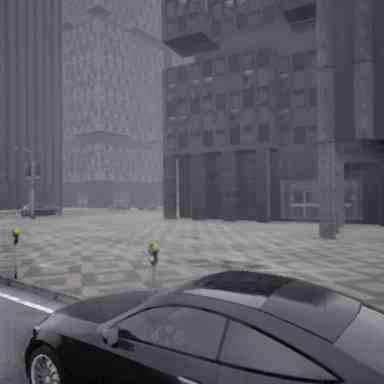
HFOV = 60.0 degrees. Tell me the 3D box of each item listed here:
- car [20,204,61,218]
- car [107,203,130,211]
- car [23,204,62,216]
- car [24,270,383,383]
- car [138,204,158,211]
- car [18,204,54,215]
[{"bbox_3d":[-18.433,2.217,40.879,2.097,1.767,4.553,-1,-2,36],"label":"car"},{"bbox_3d":[-14.055,2.889,63.917,2.128,1.511,4.902,-1,-2,36],"label":"car"},{"bbox_3d":[-21.510,2.533,48.092,1.837,1.490,4.892,-1,-2,36],"label":"car"},{"bbox_3d":[0.271,1.542,3.245,4.674,1.442,1.812,-1,0,36],"label":"car"},{"bbox_3d":[-8.692,3.008,65.773,1.994,1.385,4.181,-1,-2,36],"label":"car"},{"bbox_3d":[-23.657,2.612,50.664,1.812,1.442,4.674,-1,-2,36],"label":"car"}]
